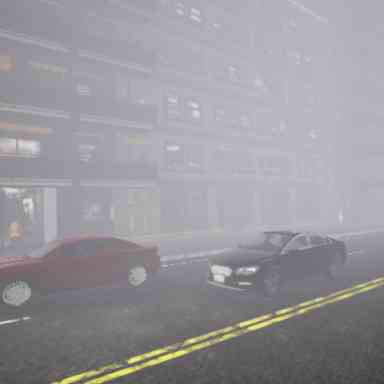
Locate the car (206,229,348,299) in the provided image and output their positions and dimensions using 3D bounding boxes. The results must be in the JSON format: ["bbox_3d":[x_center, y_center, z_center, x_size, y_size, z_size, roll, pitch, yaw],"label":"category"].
[{"bbox_3d":[2.602,1.875,9.626,4.902,1.511,2.128,1,-3,-37],"label":"car"}]

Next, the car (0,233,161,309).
[{"bbox_3d":[-3.248,1.951,9.267,5.008,1.535,1.882,1,-3,-37],"label":"car"}]
